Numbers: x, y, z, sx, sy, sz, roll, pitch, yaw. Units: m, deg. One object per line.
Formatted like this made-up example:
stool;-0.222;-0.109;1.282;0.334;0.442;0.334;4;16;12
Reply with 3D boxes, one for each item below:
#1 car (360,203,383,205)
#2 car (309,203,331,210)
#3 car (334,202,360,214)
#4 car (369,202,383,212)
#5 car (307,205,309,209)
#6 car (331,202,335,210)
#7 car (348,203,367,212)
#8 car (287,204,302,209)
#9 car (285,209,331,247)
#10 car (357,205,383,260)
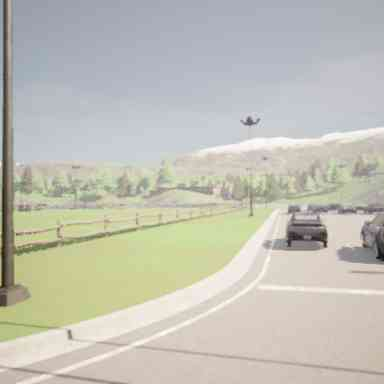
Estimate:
car;25.163;2.263;46.105;2.128;1.511;4.902;-1;-1;16
car;18.384;2.430;47.850;1.812;1.442;4.674;-1;-1;16
car;21.640;2.429;46.495;1.895;1.301;4.718;-1;-1;16
car;31.424;2.466;55.768;2.033;1.411;5.357;-1;-1;16
car;21.273;2.664;58.365;2.033;1.411;5.357;-1;-1;16
car;24.629;2.528;57.461;1.882;1.535;5.008;-1;-1;16
car;27.942;2.579;56.315;1.895;1.301;4.718;-1;-1;16
car;15.154;2.473;49.282;2.128;1.511;4.902;-1;-1;16
car;5.801;1.828;16.938;2.128;1.511;4.902;-1;-1;18
car;8.161;1.567;13.248;2.097;1.767;4.553;-1;-2;20
